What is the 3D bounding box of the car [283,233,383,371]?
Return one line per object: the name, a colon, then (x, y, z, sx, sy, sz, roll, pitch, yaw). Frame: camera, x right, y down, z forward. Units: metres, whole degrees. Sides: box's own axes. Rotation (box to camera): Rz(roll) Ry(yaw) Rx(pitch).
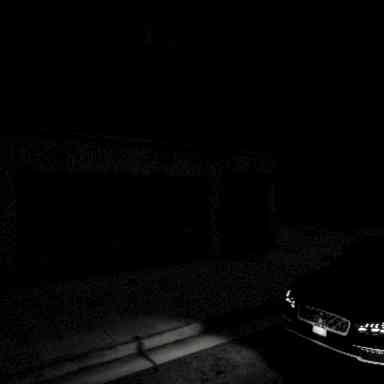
car: (3.596, 1.516, 5.637, 4.892, 1.490, 1.837, 0, 0, -35)
